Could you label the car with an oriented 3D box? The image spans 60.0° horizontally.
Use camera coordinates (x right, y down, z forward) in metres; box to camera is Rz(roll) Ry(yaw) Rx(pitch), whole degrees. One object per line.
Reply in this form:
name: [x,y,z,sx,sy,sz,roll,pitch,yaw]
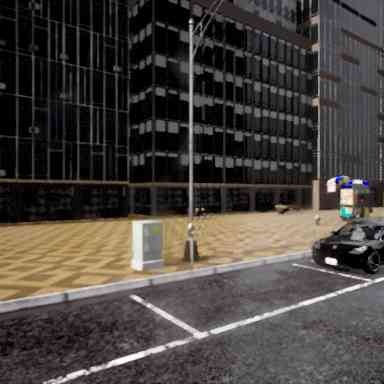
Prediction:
car: [5.699,1.586,10.651,4.313,1.339,1.947,0,0,-36]
